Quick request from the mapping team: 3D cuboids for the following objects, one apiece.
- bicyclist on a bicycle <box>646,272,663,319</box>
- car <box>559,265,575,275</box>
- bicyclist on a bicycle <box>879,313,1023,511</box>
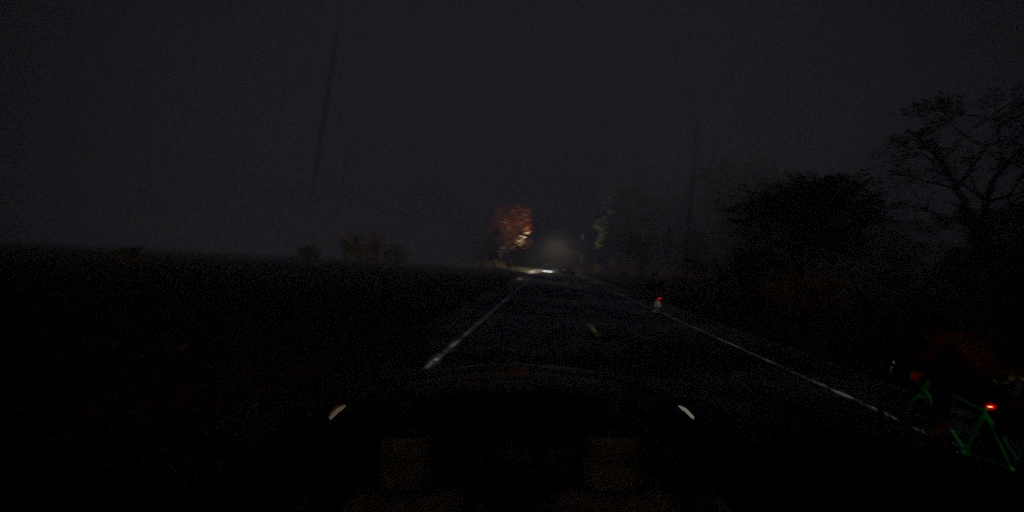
[{"bbox_3d":[5.548,1.517,14.111,0.659,1.776,1.843,2,0,6],"label":"bicyclist on a bicycle"},{"bbox_3d":[9.253,2.429,58.725,1.994,1.385,4.181,2,-1,6],"label":"car"},{"bbox_3d":[4.465,1.421,3.606,0.582,1.620,1.656,2,-1,6],"label":"bicyclist on a bicycle"}]
